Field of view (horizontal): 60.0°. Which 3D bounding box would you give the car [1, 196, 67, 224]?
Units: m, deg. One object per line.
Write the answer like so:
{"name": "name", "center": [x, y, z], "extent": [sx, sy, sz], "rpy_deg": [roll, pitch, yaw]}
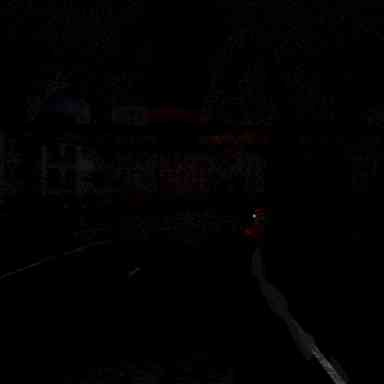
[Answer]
{"name": "car", "center": [-10.816, 1.292, 21.893], "extent": [2.150, 2.045, 5.566], "rpy_deg": [0, 0, 24]}

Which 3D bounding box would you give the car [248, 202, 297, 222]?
{"name": "car", "center": [6.676, 1.596, 27.324], "extent": [4.892, 1.490, 1.837], "rpy_deg": [0, 0, -40]}

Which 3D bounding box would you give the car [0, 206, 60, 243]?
{"name": "car", "center": [-8.968, 1.617, 16.603], "extent": [1.994, 1.385, 4.181], "rpy_deg": [0, 0, 18]}
